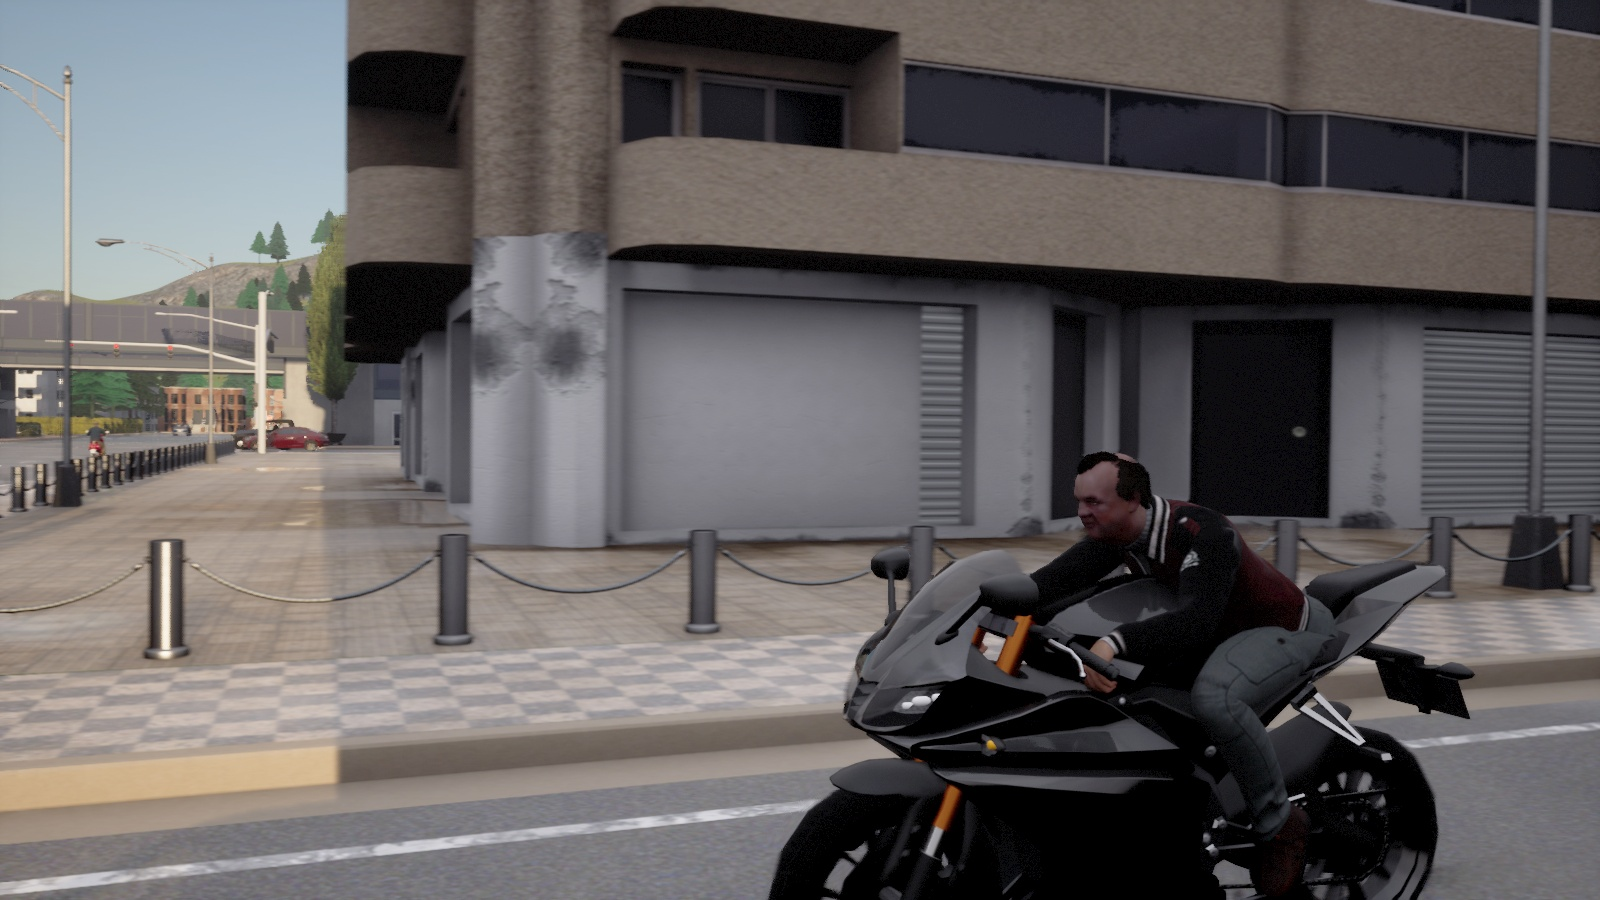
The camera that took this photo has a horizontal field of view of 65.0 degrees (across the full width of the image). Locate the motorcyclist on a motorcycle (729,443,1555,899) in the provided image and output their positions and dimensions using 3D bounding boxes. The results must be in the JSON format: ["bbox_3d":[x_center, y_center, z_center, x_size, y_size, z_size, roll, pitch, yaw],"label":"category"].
[{"bbox_3d":[0.982,0.763,3.614,2.191,1.530,0.866,-1,1,-21],"label":"motorcyclist on a motorcycle"}]

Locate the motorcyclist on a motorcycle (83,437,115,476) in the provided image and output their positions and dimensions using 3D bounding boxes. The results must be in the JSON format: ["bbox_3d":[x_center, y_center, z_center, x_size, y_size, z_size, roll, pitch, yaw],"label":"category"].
[{"bbox_3d":[-29.252,0.259,52.419,0.866,1.590,1.817,-1,1,-20],"label":"motorcyclist on a motorcycle"}]

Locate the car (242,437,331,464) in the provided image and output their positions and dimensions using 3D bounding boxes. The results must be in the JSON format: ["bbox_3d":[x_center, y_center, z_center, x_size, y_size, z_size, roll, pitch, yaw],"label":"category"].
[{"bbox_3d":[-29.566,0.006,72.383,4.674,1.442,1.812,-1,1,-22],"label":"car"}]

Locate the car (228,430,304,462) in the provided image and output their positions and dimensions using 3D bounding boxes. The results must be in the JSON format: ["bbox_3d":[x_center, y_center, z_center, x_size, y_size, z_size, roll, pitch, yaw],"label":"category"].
[{"bbox_3d":[-32.061,-0.249,75.500,3.866,1.878,1.905,-1,1,-13],"label":"car"}]
